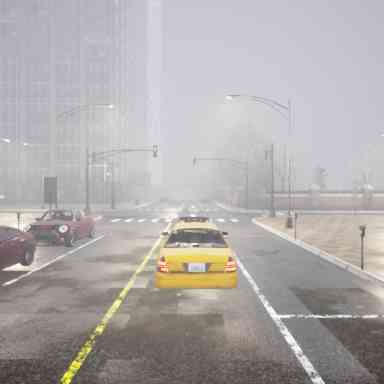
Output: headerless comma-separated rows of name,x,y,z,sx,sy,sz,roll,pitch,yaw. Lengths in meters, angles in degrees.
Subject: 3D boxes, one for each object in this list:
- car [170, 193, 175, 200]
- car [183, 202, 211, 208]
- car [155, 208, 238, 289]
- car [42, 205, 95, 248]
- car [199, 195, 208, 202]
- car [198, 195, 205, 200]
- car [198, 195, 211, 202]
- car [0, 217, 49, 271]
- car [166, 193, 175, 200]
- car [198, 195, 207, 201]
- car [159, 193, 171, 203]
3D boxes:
car,-5.928,1.323,85.779,1.967,1.590,4.097,0,0,0
car,0.095,1.535,19.344,2.033,1.411,5.357,0,0,0
car,0.089,1.454,9.081,1.801,1.575,5.366,0,0,0
car,-5.706,1.433,14.572,1.967,1.590,4.097,0,0,0
car,2.609,1.454,74.720,1.887,1.381,4.507,0,0,0
car,2.592,1.411,91.402,1.887,1.381,4.507,0,0,0
car,2.682,1.492,63.605,1.947,1.339,4.313,0,0,0
car,-5.700,1.579,8.879,1.802,1.307,4.206,0,0,0
car,-5.933,1.181,91.337,2.192,1.841,5.009,0,0,0
car,2.603,1.448,80.280,2.008,1.369,4.403,0,0,0
car,-5.911,1.485,69.095,1.947,1.339,4.313,0,0,0
